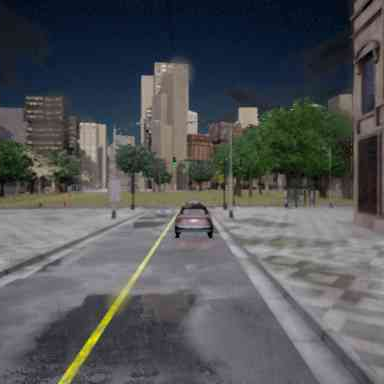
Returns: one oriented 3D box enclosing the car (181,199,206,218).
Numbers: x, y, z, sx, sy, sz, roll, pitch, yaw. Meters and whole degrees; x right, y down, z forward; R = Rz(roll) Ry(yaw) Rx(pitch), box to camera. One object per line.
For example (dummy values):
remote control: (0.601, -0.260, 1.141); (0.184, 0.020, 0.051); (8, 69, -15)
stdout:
car: (0.100, 1.456, 31.237); (2.128, 1.511, 4.902); (0, 0, -1)

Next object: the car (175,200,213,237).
car: (0.095, 1.411, 17.931); (2.033, 1.649, 4.856); (0, 0, 0)
